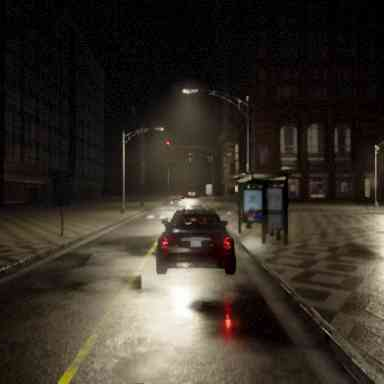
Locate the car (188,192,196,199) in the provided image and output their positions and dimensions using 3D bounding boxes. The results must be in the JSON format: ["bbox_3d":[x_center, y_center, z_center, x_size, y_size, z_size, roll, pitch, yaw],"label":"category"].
[{"bbox_3d":[-0.024,1.034,78.041,1.895,1.301,4.718,0,1,0],"label":"car"}]

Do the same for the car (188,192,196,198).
[{"bbox_3d":[-0.027,0.667,88.014,1.882,1.535,5.008,0,1,0],"label":"car"}]

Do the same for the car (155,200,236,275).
[{"bbox_3d":[0.097,1.299,10.430,2.097,1.767,4.553,0,0,0],"label":"car"}]

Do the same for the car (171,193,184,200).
[{"bbox_3d":[-3.037,1.044,63.858,1.882,1.535,5.008,0,1,0],"label":"car"}]

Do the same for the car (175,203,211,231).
[{"bbox_3d":[0.090,1.452,20.451,1.994,1.385,4.181,0,0,1],"label":"car"}]

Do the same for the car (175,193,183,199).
[{"bbox_3d":[-3.024,0.927,79.248,1.837,1.490,4.892,0,1,0],"label":"car"}]
